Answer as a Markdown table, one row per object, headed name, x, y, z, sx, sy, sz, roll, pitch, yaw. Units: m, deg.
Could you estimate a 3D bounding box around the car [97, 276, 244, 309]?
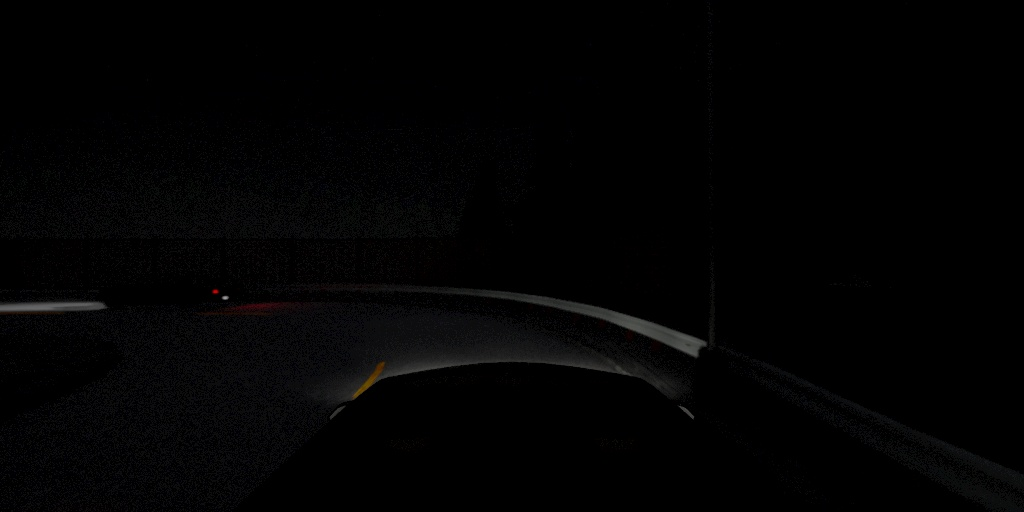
| name | x | y | z | sx | sy | sz | roll | pitch | yaw |
| --- | --- | --- | --- | --- | --- | --- | --- | --- | --- |
| car | -14.496 | 1.503 | 15.347 | 4.718 | 1.301 | 1.895 | 0 | -1 | -1 |
